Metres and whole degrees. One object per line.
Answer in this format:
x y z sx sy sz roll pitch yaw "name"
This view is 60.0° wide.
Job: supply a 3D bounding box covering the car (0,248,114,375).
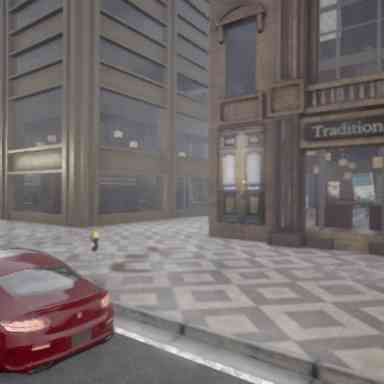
-2.975 1.537 5.082 4.206 1.307 1.802 1 0 35 "car"
